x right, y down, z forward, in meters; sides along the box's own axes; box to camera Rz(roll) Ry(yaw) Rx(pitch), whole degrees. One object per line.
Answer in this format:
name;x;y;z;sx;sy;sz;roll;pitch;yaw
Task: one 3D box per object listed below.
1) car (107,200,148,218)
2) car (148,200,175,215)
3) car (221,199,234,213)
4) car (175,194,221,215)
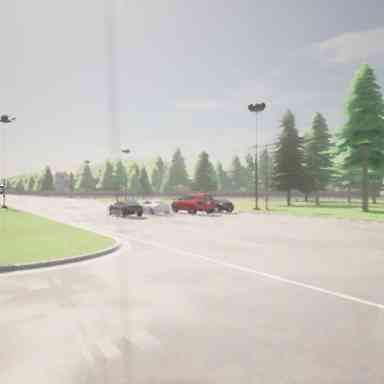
car;-6.126;1.492;30.193;1.837;1.490;4.892;0;0;-35
car;-3.889;1.509;33.090;1.812;1.442;4.674;0;0;-35
car;2.508;1.482;36.169;1.837;1.490;4.892;0;0;-35
car;0.031;1.202;33.595;2.150;2.045;5.566;0;0;-35
